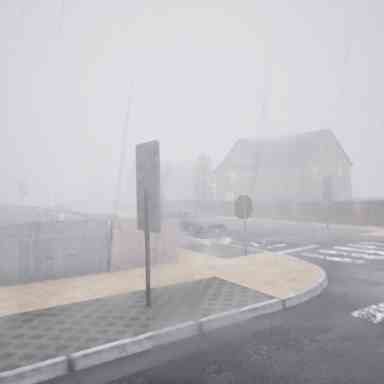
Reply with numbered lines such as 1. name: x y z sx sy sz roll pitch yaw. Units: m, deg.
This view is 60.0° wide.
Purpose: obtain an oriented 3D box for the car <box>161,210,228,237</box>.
1. car: -0.111 1.812 20.494 2.033 1.411 5.357 -2 0 -34

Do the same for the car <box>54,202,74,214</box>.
1. car: -18.002 2.209 46.653 1.837 1.490 4.892 -2 0 -34
